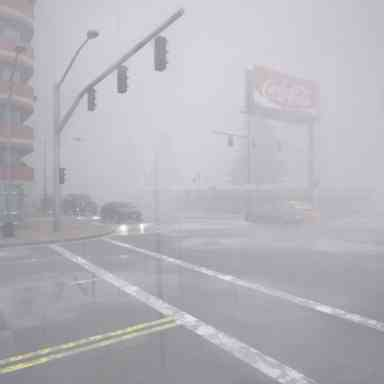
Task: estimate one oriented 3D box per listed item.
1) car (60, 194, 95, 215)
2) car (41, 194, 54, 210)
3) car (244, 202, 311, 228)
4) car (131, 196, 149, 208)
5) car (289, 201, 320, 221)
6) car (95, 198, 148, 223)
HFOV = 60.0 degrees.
[{"bbox_3d":[-11.590,1.221,34.206,2.150,2.045,5.566,0,0,-36],"label":"car"},{"bbox_3d":[-17.934,1.224,43.032,2.150,2.045,5.566,0,0,-35],"label":"car"},{"bbox_3d":[5.555,1.564,22.717,1.994,1.385,4.181,0,0,-36],"label":"car"},{"bbox_3d":[-7.963,1.352,47.473,2.097,1.767,4.553,0,0,-36],"label":"car"},{"bbox_3d":[7.504,1.477,25.999,1.882,1.535,5.008,0,0,-36],"label":"car"},{"bbox_3d":[-5.590,1.505,25.871,1.837,1.490,4.892,0,0,-36],"label":"car"}]
